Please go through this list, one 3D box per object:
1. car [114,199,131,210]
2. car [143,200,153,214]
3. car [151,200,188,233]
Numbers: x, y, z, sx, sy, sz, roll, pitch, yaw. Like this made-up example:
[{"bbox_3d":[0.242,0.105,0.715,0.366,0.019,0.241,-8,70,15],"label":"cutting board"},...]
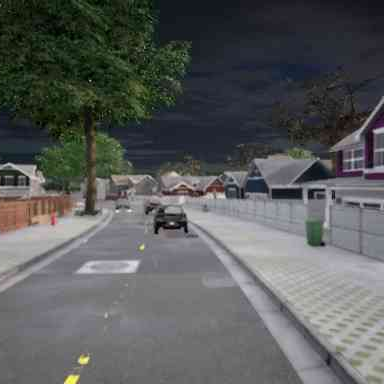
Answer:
[{"bbox_3d":[-9.476,1.685,45.336,1.837,1.490,4.892,0,0,-16],"label":"car"},{"bbox_3d":[-4.227,1.587,36.078,1.837,1.490,4.892,0,0,-13],"label":"car"},{"bbox_3d":[-1.364,1.512,20.051,1.882,1.535,5.008,0,0,-7],"label":"car"}]
